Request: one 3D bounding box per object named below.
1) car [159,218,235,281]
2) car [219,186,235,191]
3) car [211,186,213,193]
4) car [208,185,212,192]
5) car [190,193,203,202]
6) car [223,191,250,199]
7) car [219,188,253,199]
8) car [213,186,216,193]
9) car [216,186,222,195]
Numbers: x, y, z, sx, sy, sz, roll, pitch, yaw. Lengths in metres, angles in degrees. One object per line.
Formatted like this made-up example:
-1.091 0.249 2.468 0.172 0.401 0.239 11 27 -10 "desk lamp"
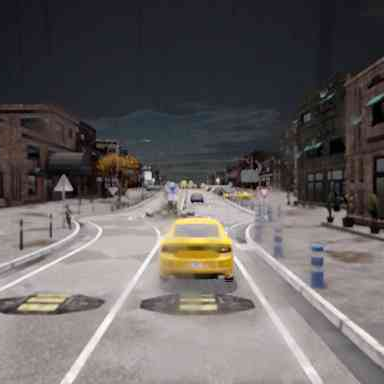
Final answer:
0.144 1.521 10.069 1.882 1.535 5.008 0 0 1 "car"
8.160 0.253 64.450 4.553 1.767 2.185 0 2 -1 "car"
7.988 -0.194 83.737 5.008 1.535 2.097 0 1 -1 "car"
7.864 -0.637 91.999 5.566 2.045 2.435 0 1 -1 "car"
0.793 0.885 53.003 1.994 1.385 4.181 0 2 -1 "car"
8.225 0.516 61.703 4.674 1.452 2.002 0 2 -1 "car"
8.065 0.572 58.943 5.366 1.575 1.946 0 2 -1 "car"
8.049 -0.047 78.227 4.892 1.521 2.231 0 2 -1 "car"
8.191 0.035 67.200 5.566 2.045 2.435 0 2 -1 "car"
